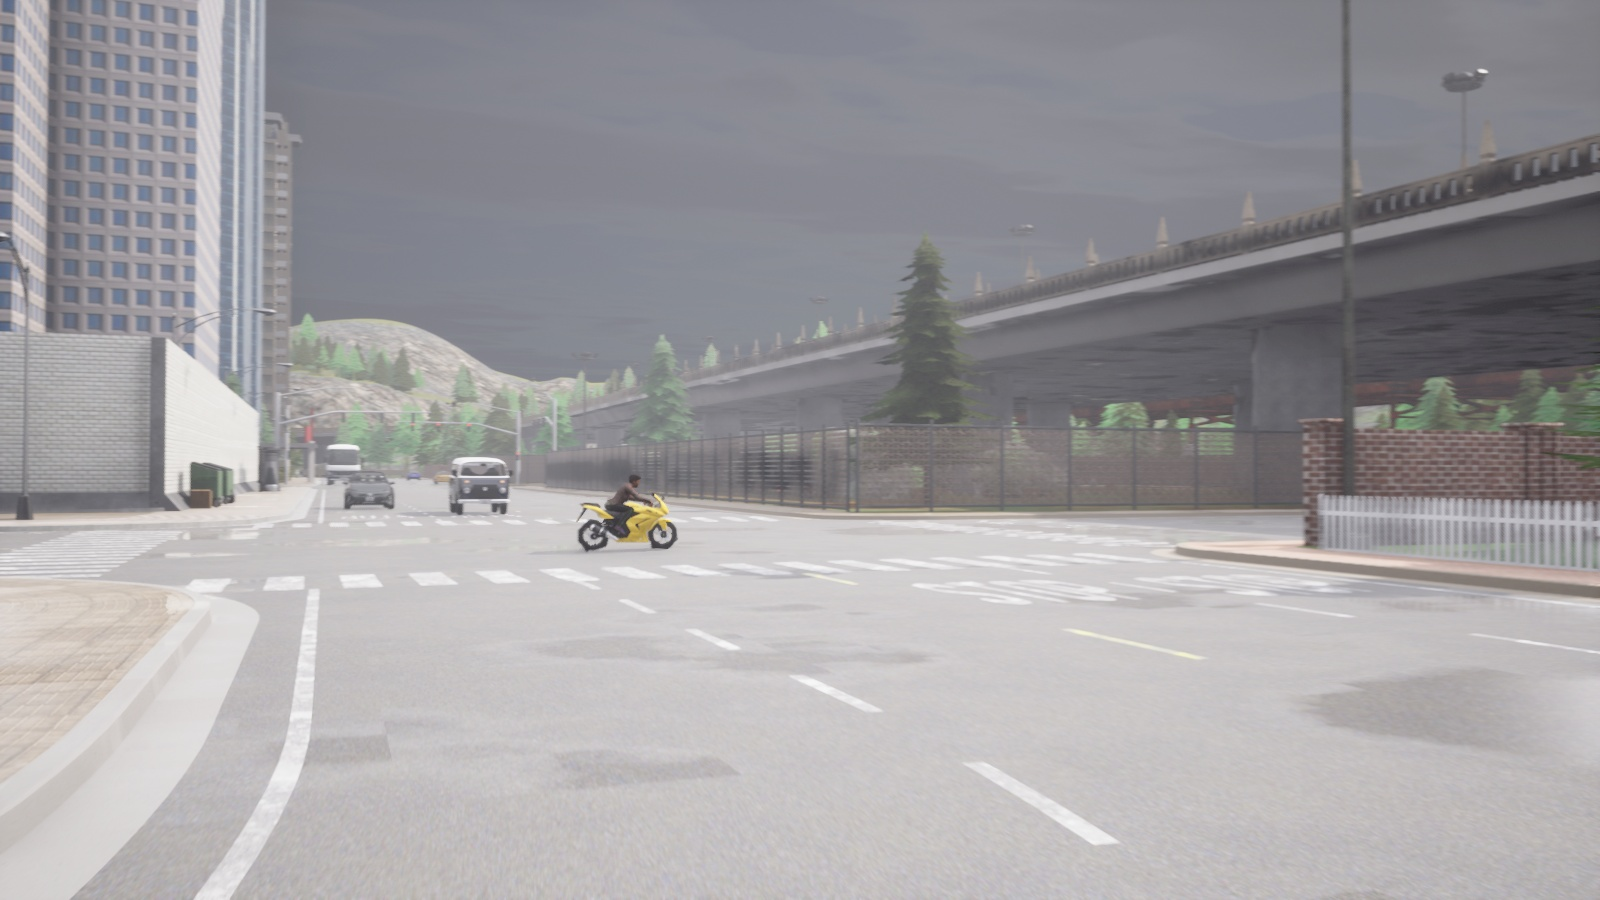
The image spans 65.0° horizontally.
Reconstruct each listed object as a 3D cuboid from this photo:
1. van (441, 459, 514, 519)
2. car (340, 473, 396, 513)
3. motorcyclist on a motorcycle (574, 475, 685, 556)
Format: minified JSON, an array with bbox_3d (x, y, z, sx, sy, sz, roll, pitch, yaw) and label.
[{"bbox_3d":[-11.654,1.365,45.193,2.069,2.038,4.480,0,-1,-21],"label":"van"},{"bbox_3d":[-17.580,1.720,50.950,2.007,1.525,4.514,0,-1,-21],"label":"car"},{"bbox_3d":[-3.365,1.260,24.752,2.044,1.523,0.797,0,-1,-21],"label":"motorcyclist on a motorcycle"}]
